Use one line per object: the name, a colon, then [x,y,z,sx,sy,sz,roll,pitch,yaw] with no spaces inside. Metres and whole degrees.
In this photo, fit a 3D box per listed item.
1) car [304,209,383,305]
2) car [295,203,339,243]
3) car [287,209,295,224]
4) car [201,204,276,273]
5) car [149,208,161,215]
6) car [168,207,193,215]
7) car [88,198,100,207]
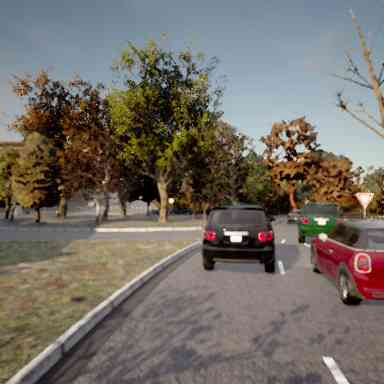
car: [4.412,1.485,8.393,2.097,1.767,4.553,0,-1,9]
car: [6.885,1.593,18.011,2.150,2.045,5.566,-1,-2,19]
car: [10.967,2.479,34.522,2.128,1.511,4.902,-1,-2,21]
car: [1.733,1.427,11.679,2.150,2.045,5.566,0,-1,11]
car: [-5.486,3.627,63.554,5.357,1.411,2.033,0,-2,5]
car: [-1.567,3.441,59.619,4.892,1.490,1.837,-1,-3,28]
car: [-27.272,3.184,90.788,1.946,1.575,5.366,0,1,-9]
